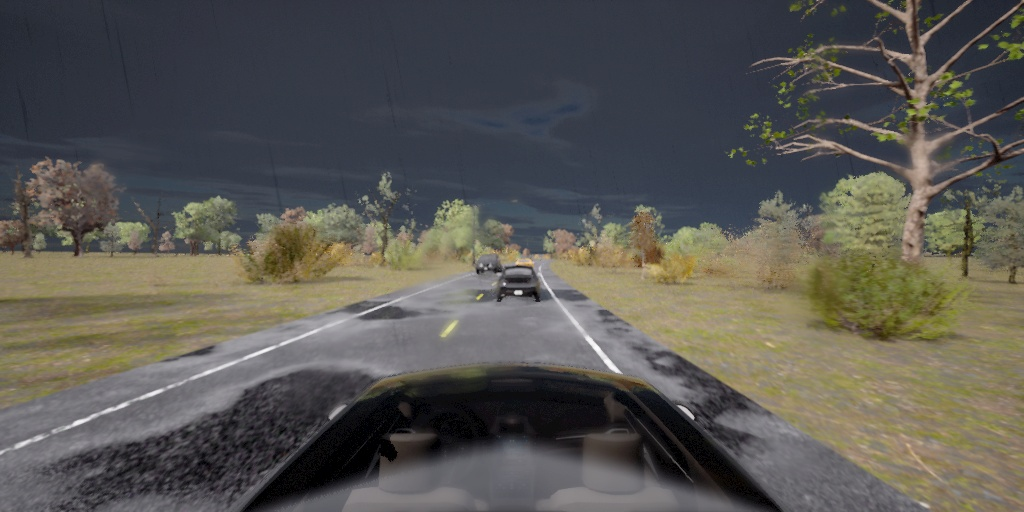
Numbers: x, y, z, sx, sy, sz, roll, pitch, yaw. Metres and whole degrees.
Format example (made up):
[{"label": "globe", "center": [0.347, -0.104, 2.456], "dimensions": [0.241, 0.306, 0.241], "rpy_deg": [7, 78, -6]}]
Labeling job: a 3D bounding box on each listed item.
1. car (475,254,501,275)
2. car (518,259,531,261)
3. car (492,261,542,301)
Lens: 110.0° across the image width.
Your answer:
[{"label": "car", "center": [-2.333, 0.821, 36.716], "dimensions": [2.150, 2.045, 5.566], "rpy_deg": [0, 0, 4]}, {"label": "car", "center": [1.338, 1.047, 38.093], "dimensions": [1.882, 1.535, 5.008], "rpy_deg": [0, 0, 4]}, {"label": "car", "center": [0.329, 1.178, 16.678], "dimensions": [1.837, 1.490, 4.892], "rpy_deg": [0, 1, 2]}]
